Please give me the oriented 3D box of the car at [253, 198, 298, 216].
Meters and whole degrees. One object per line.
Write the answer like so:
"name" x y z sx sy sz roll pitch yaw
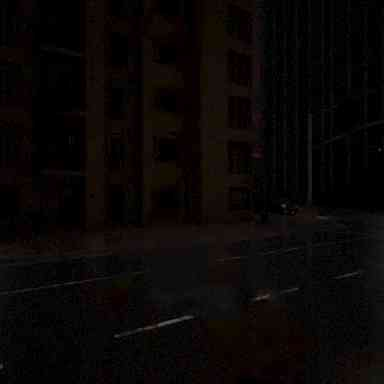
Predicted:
"car" 8.222 1.362 33.085 2.097 1.767 4.553 0 0 -34
